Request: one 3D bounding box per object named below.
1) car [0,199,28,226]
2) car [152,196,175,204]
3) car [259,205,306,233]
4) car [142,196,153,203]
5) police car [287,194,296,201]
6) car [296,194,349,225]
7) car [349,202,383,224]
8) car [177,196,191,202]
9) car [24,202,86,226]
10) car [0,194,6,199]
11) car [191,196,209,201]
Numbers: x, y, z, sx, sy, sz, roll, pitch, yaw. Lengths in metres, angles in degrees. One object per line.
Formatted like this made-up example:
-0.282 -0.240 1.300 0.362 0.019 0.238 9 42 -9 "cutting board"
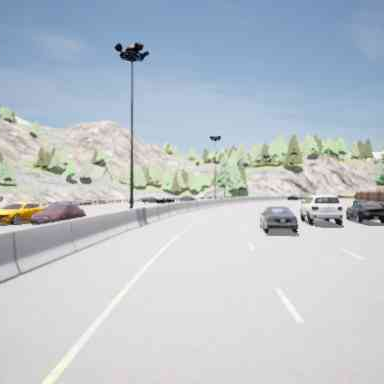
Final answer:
-12.189 1.439 23.574 1.882 1.535 5.008 0 0 9 "car"
-5.098 1.569 63.115 1.895 1.301 4.718 0 0 22 "car"
5.111 1.555 19.939 2.033 1.411 5.357 0 0 8 "car"
-8.129 1.521 64.964 1.994 1.385 4.181 0 0 22 "car"
26.799 1.470 87.855 1.930 1.638 5.238 0 0 35 "police car"
9.362 1.239 24.383 2.150 2.045 5.566 0 0 10 "car"
13.090 1.532 25.227 1.837 1.490 4.892 0 0 10 "car"
-1.096 1.480 63.601 1.837 1.490 4.892 0 0 23 "car"
-8.835 1.496 22.404 1.812 1.442 4.674 0 0 9 "car"
-15.685 1.176 23.910 2.150 2.045 5.566 0 0 8 "car"
2.037 1.588 62.017 1.895 1.301 4.718 0 0 23 "car"
